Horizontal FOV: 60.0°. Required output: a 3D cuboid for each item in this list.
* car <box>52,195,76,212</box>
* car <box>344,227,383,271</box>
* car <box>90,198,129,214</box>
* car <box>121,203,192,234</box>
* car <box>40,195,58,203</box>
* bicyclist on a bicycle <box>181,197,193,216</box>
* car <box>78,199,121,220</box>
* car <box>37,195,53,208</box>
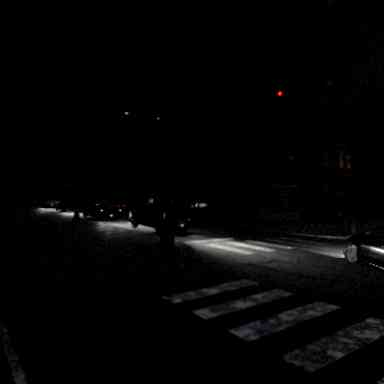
[{"bbox_3d":[-12.432,1.306,33.850,1.994,1.385,4.181,1,0,-35],"label":"car"},{"bbox_3d":[6.021,1.595,9.279,1.994,1.385,4.181,1,0,0],"label":"car"},{"bbox_3d":[-8.483,1.363,33.789,2.033,1.411,5.357,1,0,-35],"label":"car"},{"bbox_3d":[-1.883,1.398,18.841,2.128,1.511,4.902,1,0,-35],"label":"car"},{"bbox_3d":[-24.012,1.171,55.832,1.895,1.301,4.718,1,0,-35],"label":"car"},{"bbox_3d":[-0.383,1.256,27.556,1.656,1.620,0.582,1,0,-35],"label":"bicyclist on a bicycle"},{"bbox_3d":[-7.216,1.424,26.421,1.895,1.301,4.718,1,0,-35],"label":"car"},{"bbox_3d":[-18.128,1.252,41.989,1.895,1.301,4.718,1,0,-35],"label":"car"}]
